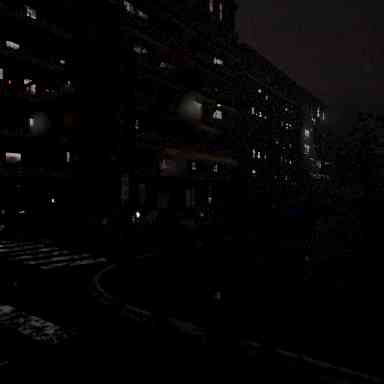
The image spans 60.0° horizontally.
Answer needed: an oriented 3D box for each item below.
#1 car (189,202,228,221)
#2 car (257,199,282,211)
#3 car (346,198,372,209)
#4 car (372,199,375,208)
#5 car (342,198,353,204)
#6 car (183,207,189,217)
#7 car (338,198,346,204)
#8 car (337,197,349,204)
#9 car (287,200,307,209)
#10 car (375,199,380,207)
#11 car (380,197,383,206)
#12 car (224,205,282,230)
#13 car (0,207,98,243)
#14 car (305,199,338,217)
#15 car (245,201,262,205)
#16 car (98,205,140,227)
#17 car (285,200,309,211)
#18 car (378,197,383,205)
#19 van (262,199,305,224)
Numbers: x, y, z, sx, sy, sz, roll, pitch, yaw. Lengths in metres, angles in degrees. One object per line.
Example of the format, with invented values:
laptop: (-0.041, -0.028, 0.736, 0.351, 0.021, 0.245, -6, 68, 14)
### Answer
car: (2.282, 1.692, 30.102, 2.128, 1.511, 4.902, 1, 0, 36)
car: (10.757, 1.743, 45.956, 1.967, 1.590, 4.097, 1, 0, 36)
car: (27.351, 1.891, 54.334, 2.192, 1.841, 5.009, 1, 0, 36)
car: (30.632, 2.202, 58.786, 1.802, 1.307, 4.206, 1, 0, 36)
car: (40.216, 2.220, 85.896, 1.752, 1.417, 4.829, 1, 0, 36)
car: (0.903, 1.712, 32.596, 1.887, 1.381, 4.507, 1, 0, 36)
car: (33.748, 2.177, 77.126, 1.947, 1.339, 4.313, 1, 0, 36)
car: (37.034, 2.094, 81.580, 1.967, 1.590, 4.097, 1, 0, 36)
car: (17.325, 1.974, 54.862, 1.802, 1.307, 4.206, 1, 0, 36)
car: (33.918, 2.104, 63.240, 1.967, 1.590, 4.097, 1, 0, 36)
car: (37.202, 2.252, 67.693, 1.887, 1.381, 4.507, 1, 0, 36)
car: (4.357, 1.827, 23.162, 1.947, 1.339, 4.313, 1, 0, 36)
car: (-7.611, 1.538, 16.924, 1.882, 1.535, 5.008, 1, 0, 40)
car: (14.212, 1.837, 36.522, 1.967, 1.590, 4.097, 1, 0, 36)
car: (7.471, 1.840, 41.503, 1.802, 1.307, 4.206, 1, 0, 36)
car: (-5.667, 1.626, 23.690, 2.008, 1.369, 4.403, 1, 0, 36)
car: (14.985, 1.940, 47.190, 1.994, 1.385, 4.181, 1, 0, 37)
car: (47.059, 2.151, 81.053, 2.192, 1.841, 5.009, 1, 0, 36)
van: (7.643, 1.647, 27.616, 1.690, 1.788, 3.998, 1, 0, 36)
